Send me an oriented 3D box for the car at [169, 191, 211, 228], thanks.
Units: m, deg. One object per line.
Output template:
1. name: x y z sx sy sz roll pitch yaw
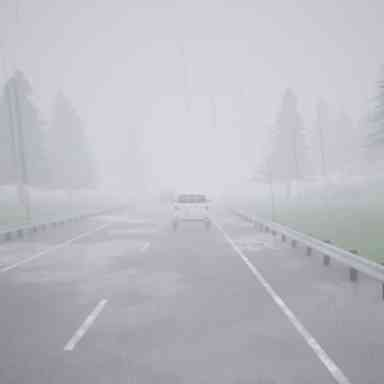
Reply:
1. car: -0.040 1.030 20.579 2.150 2.045 5.566 0 0 0

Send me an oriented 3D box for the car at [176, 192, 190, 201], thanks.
1. car: -1.667 0.897 64.561 1.882 1.535 5.008 0 1 8

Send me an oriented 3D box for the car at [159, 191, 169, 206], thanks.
1. car: -3.272 0.814 46.770 2.150 2.045 5.566 0 1 4

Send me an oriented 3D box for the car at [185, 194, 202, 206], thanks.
1. car: 0.290 1.055 47.604 2.128 1.511 4.902 0 1 4
